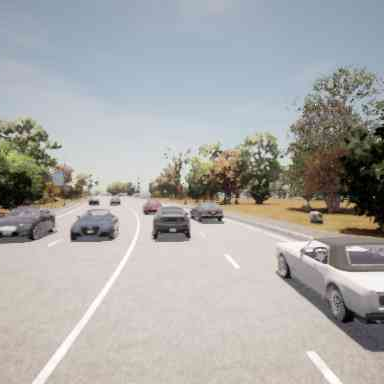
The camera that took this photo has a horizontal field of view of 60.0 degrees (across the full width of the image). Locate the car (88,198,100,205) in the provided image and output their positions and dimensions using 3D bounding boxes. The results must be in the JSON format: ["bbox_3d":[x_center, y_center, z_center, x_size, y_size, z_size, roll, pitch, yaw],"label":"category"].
[{"bbox_3d":[-16.765,1.635,57.189,1.895,1.301,4.718,0,0,-14],"label":"car"}]

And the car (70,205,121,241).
[{"bbox_3d":[-4.779,1.576,16.842,1.994,1.385,4.181,0,0,-7],"label":"car"}]

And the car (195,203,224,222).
[{"bbox_3d":[1.107,1.552,26.582,2.033,1.411,5.357,0,0,-10],"label":"car"}]

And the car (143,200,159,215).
[{"bbox_3d":[-4.166,1.579,35.357,1.994,1.385,4.181,0,0,-12],"label":"car"}]

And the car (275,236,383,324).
[{"bbox_3d":[3.310,1.594,7.125,1.895,1.301,4.718,0,0,-3],"label":"car"}]

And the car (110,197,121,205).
[{"bbox_3d":[-13.173,1.578,57.288,2.033,1.411,5.357,0,0,-14],"label":"car"}]

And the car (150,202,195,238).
[{"bbox_3d":[-1.170,1.511,17.778,1.837,1.490,4.892,0,0,-7],"label":"car"}]

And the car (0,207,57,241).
[{"bbox_3d":[-8.297,1.510,16.819,2.128,1.511,4.902,0,0,-7],"label":"car"}]
